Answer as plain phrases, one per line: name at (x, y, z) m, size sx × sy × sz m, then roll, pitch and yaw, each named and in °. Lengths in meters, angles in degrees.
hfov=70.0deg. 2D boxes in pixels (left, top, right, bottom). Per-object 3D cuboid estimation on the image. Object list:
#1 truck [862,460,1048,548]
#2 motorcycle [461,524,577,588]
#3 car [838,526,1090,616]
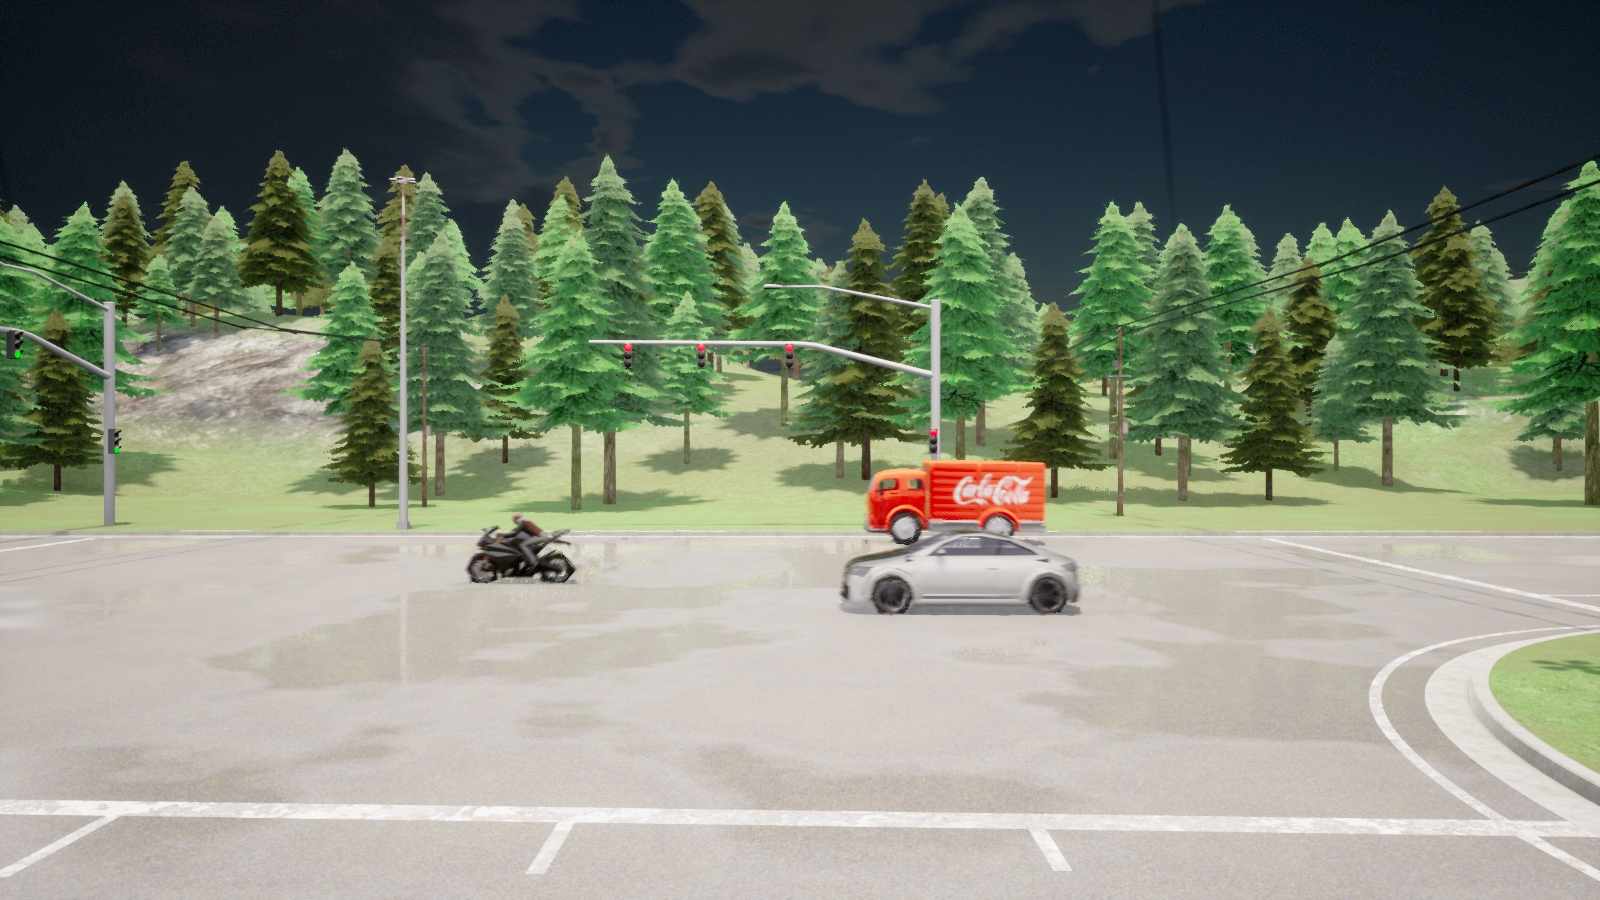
truck at (4.539, 1.552, 34.201) m, size 5.204 × 2.467 × 2.627 m, roll 0°, pitch 0°, yaw 0°
motorcycle at (-5.823, 2.189, 23.765) m, size 2.209 × 1.251 × 0.867 m, roll 0°, pitch 0°, yaw 0°
car at (2.797, 2.105, 20.212) m, size 4.181 × 1.385 × 1.994 m, roll 0°, pitch 0°, yaw 0°
